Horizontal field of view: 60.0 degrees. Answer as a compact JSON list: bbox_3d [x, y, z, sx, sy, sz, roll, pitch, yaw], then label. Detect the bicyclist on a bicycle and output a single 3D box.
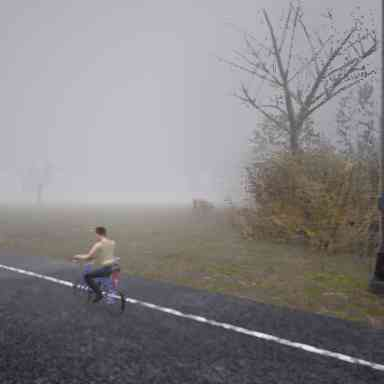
[{"bbox_3d":[-1.795,1.449,6.318,1.509,1.612,0.866,0,0,36],"label":"bicyclist on a bicycle"}]
